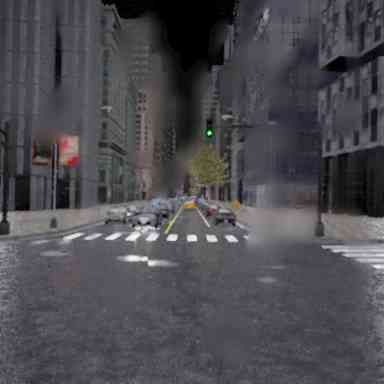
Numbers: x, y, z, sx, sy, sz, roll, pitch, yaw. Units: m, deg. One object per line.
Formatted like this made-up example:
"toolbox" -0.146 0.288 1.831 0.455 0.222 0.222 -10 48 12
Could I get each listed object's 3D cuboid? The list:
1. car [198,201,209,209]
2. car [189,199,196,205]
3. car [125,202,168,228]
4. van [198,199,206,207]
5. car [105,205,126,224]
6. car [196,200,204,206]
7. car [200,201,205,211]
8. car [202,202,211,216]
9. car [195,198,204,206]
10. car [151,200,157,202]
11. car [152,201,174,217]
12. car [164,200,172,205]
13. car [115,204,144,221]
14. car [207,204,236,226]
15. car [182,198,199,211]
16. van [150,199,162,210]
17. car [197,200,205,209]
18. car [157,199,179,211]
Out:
"car" 2.255 2.542 64.234 1.947 1.339 4.313 1 -1 0
"car" 0.151 2.813 91.699 1.801 1.575 5.366 1 -1 0
"car" -3.260 1.800 24.928 2.128 1.511 4.902 1 -1 0
"van" 2.164 2.475 74.813 1.690 1.788 3.998 1 -1 0
"car" -5.939 1.851 27.384 2.008 1.369 4.403 1 -1 0
"car" 2.066 2.843 85.386 2.008 1.369 4.403 1 -1 0
"car" 2.439 2.227 43.786 2.008 1.369 4.403 1 -1 -1
"car" 2.487 2.142 38.343 1.887 1.381 4.507 1 -1 0
"car" 2.022 2.688 90.678 2.192 1.841 5.009 1 -1 0
"car" -6.114 2.148 46.945 1.947 1.339 4.313 1 -1 0
"car" -3.344 2.007 35.414 2.033 1.411 5.357 1 -1 0
"car" -6.501 2.771 90.245 1.887 1.381 4.507 1 -1 0
"car" -5.984 1.922 32.376 2.008 1.369 4.403 1 -1 0
"car" 2.585 1.992 27.455 2.008 1.369 4.403 1 -1 0
"car" -0.325 2.281 55.475 1.882 1.535 5.008 1 -1 -1
"van" -6.208 2.082 57.773 1.690 1.788 3.998 1 -1 0
"car" 2.350 2.371 53.657 2.008 1.369 4.403 1 -1 0
"car" -3.436 2.121 47.115 2.128 1.511 4.902 1 -1 0
